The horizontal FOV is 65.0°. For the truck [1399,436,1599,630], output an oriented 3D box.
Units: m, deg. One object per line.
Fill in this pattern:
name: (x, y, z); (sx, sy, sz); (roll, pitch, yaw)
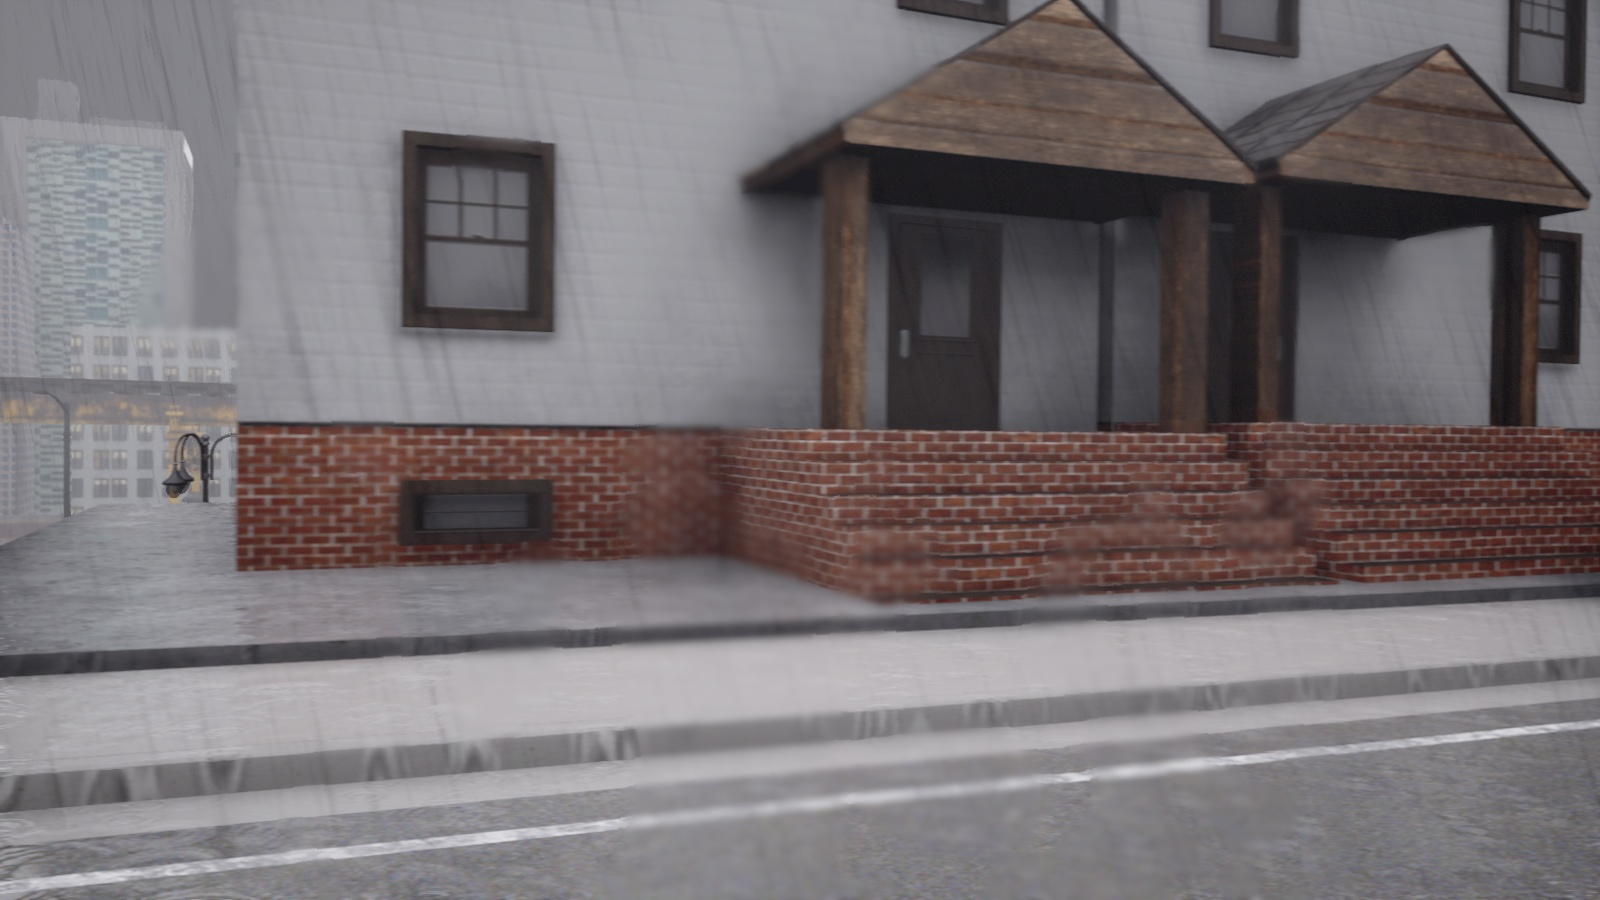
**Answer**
truck: (17.239, 1.627, 26.627); (2.891, 3.462, 7.936); (-2, -12, -21)
